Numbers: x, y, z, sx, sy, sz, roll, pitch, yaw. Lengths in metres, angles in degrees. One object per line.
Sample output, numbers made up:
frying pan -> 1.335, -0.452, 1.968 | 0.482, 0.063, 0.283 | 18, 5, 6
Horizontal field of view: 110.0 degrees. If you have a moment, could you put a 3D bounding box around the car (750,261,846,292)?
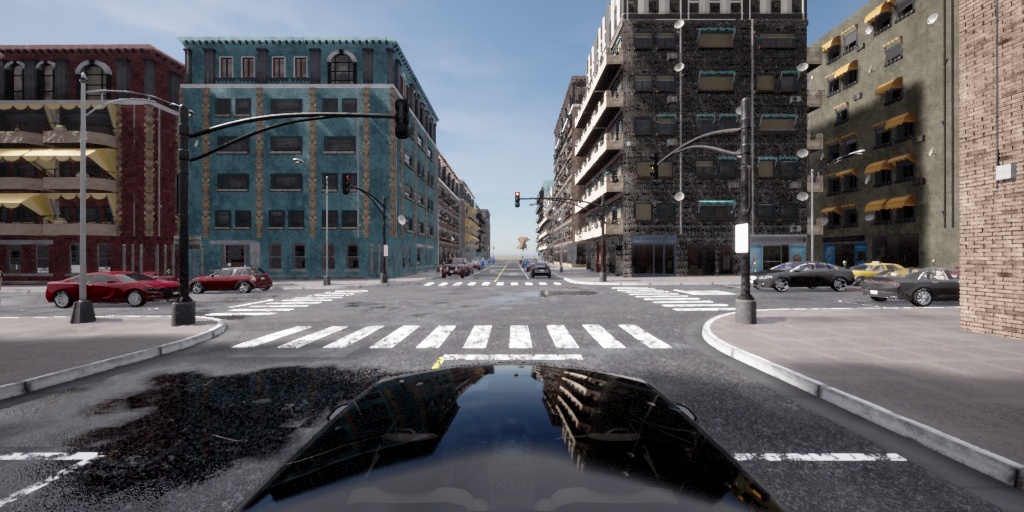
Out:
car -> 14.929, 1.041, 18.723 | 4.902, 1.511, 2.128 | -1, 0, 1

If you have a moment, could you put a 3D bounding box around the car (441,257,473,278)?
car -> -5.242, 1.060, 33.639 | 2.192, 1.841, 5.009 | 0, 0, 0

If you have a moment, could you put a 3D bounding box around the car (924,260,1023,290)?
car -> 24.797, 0.953, 18.622 | 4.674, 1.442, 1.812 | -1, 0, 0

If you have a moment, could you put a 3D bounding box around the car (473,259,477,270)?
car -> -5.229, 1.289, 39.191 | 1.888, 1.381, 4.507 | 0, 0, 0

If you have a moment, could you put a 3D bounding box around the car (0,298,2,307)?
car -> -22.467, 1.443, 13.682 | 4.097, 1.591, 1.967 | 0, 0, 1

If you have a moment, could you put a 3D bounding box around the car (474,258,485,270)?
car -> -5.202, 1.283, 50.295 | 1.888, 1.381, 4.507 | 0, 0, 0

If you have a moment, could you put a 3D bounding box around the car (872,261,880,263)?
car -> 21.177, 1.000, 21.123 | 4.829, 1.417, 1.751 | 0, 0, 1

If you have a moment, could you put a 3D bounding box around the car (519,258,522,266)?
car -> 2.705, 1.171, 61.381 | 1.967, 1.591, 4.097 | 0, 0, 0

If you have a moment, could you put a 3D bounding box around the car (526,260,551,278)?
car -> 2.638, 1.311, 33.621 | 1.948, 1.339, 4.313 | 0, 0, 0

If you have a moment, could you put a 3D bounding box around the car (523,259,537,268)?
car -> 2.665, 1.323, 44.725 | 1.802, 1.307, 4.207 | 0, 0, 0

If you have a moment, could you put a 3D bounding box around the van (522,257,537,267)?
van -> 2.678, 1.078, 50.277 | 1.690, 1.789, 3.998 | 0, 0, 0

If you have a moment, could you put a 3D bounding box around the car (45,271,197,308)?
car -> -17.617, 1.426, 16.103 | 5.008, 1.535, 1.882 | -1, 0, 0

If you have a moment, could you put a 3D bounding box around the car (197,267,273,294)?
car -> -16.861, 1.388, 21.515 | 4.097, 1.591, 1.967 | 0, 0, 1

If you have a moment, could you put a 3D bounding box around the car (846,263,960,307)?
car -> 15.627, 1.082, 13.298 | 4.403, 1.370, 2.007 | 0, 0, 1
